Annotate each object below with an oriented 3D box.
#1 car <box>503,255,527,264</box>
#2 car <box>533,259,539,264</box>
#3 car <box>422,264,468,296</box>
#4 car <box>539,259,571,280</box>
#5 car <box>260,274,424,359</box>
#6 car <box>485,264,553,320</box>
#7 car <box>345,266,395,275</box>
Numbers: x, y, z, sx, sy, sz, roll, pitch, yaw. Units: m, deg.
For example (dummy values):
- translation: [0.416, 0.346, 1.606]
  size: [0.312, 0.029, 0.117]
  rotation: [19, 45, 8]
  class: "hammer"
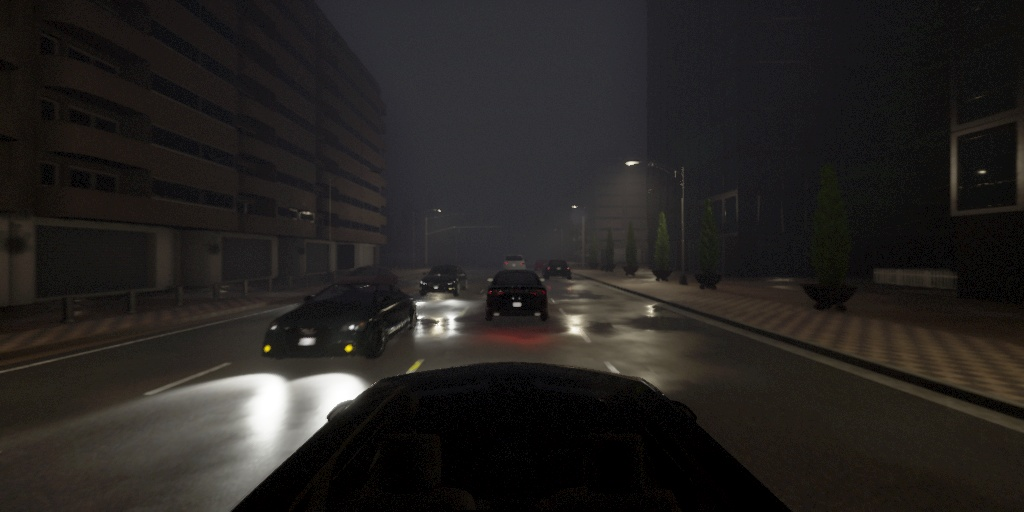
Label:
- translation: [0.248, 0.894, 35.625]
  size: [2.150, 2.045, 5.566]
  rotation: [0, 0, 1]
  class: "car"
- translation: [3.819, 1.132, 46.339]
  size: [1.882, 1.535, 5.008]
  rotation: [0, 0, 0]
  class: "car"
- translation: [-3.502, 1.217, 19.041]
  size: [1.837, 1.490, 4.892]
  rotation: [0, 0, 1]
  class: "car"
- translation: [3.740, 1.039, 30.772]
  size: [2.097, 1.767, 4.553]
  rotation: [0, 0, 0]
  class: "car"
- translation: [-3.581, 1.300, 8.235]
  size: [1.994, 1.385, 4.181]
  rotation: [0, 0, -1]
  class: "car"
- translation: [0.152, 1.204, 12.541]
  size: [1.882, 1.535, 5.008]
  rotation: [0, 0, 0]
  class: "car"
- translation: [-6.945, 1.240, 17.513]
  size: [1.812, 1.442, 4.674]
  rotation: [0, 0, 1]
  class: "car"
